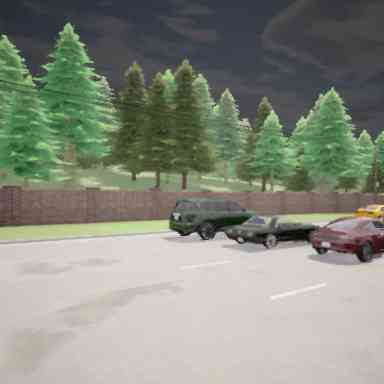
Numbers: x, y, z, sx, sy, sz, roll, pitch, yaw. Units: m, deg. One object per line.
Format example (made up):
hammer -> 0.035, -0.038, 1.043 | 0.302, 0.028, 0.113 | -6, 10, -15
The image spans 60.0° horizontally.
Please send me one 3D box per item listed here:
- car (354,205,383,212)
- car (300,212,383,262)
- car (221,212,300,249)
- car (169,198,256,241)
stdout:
car -> 15.523, 1.835, 27.784 | 5.008, 1.535, 1.882 | 0, 0, -35
car -> 6.498, 1.683, 12.754 | 4.674, 1.442, 1.812 | 1, -1, -35
car -> 3.862, 1.749, 15.183 | 4.718, 1.301, 1.895 | 1, 0, -35
car -> 1.441, 1.365, 17.762 | 5.566, 2.045, 2.150 | 1, 0, -35
